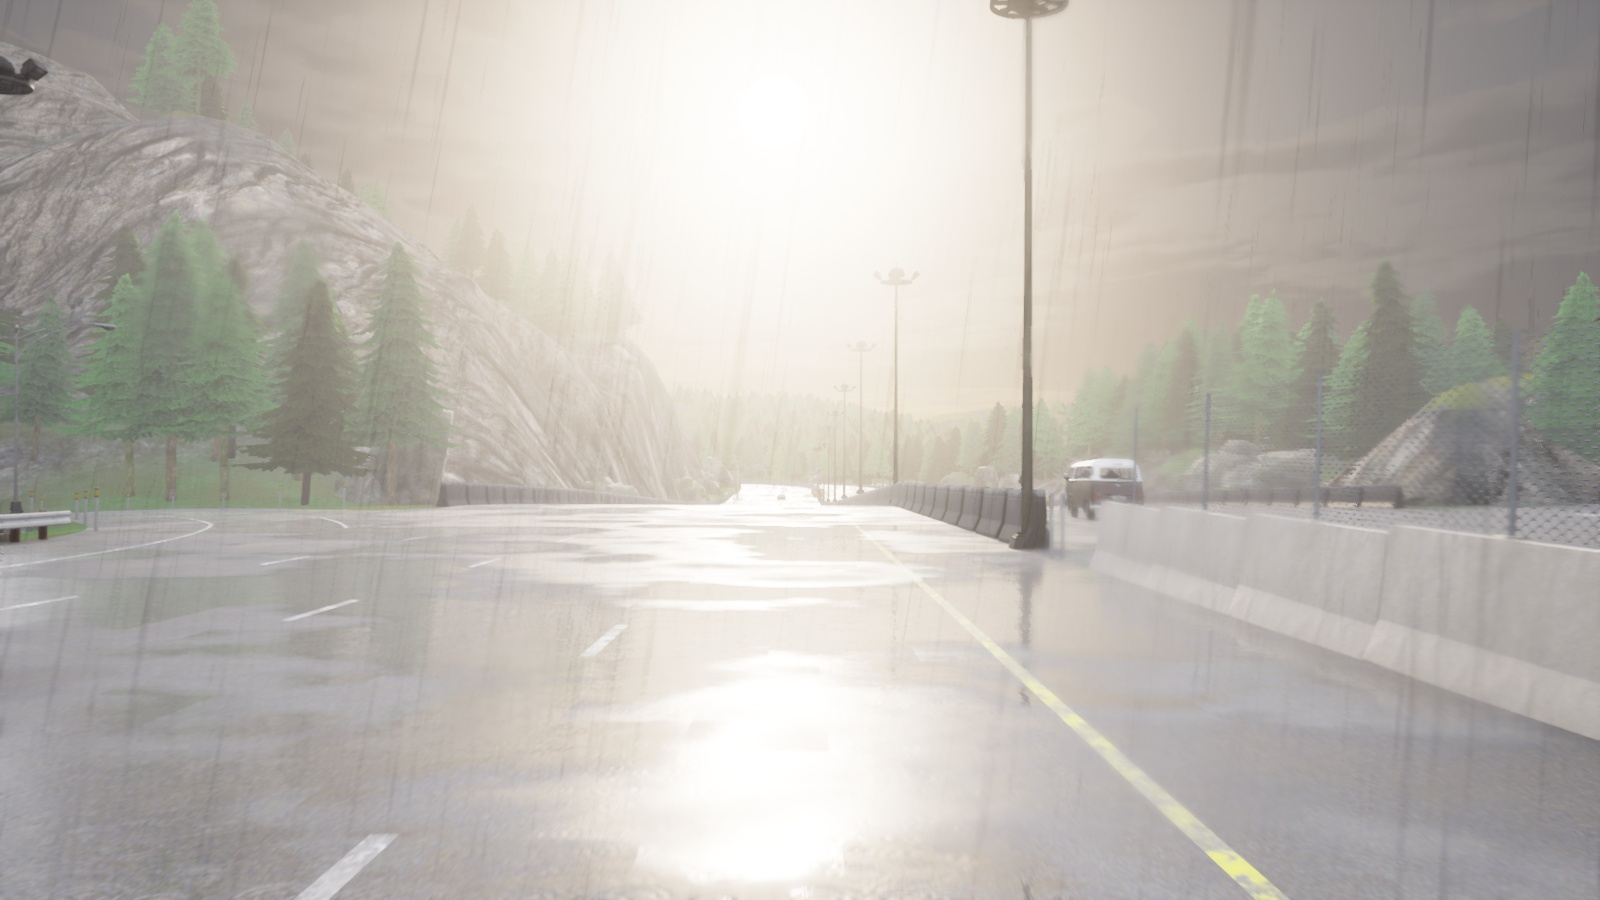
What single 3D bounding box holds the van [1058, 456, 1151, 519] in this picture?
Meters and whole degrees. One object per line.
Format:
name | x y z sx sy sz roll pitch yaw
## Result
van | 10.393 1.259 43.219 2.069 2.038 4.480 0 -1 0
